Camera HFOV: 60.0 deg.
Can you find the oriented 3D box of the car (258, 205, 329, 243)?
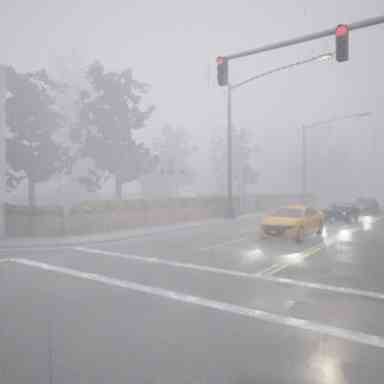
[{"bbox_3d":[4.956,1.421,16.294,1.882,1.535,5.008,0,0,36],"label":"car"}]

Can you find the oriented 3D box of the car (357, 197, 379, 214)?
[{"bbox_3d":[16.963,1.296,32.587,2.128,1.511,4.902,0,0,37],"label":"car"}]

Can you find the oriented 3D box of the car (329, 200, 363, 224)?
[{"bbox_3d":[10.792,1.477,24.230,1.895,1.301,4.718,0,0,36],"label":"car"}]
